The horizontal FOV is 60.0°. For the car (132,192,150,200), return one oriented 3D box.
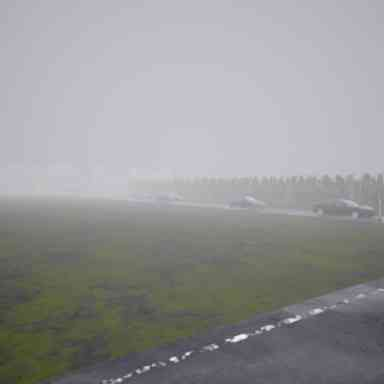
[{"bbox_3d":[-9.759,0.719,63.458,1.994,1.385,4.181,1,0,-36],"label":"car"}]

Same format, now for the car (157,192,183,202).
[{"bbox_3d":[-3.733,0.824,55.147,2.128,1.511,4.902,1,0,-35],"label":"car"}]

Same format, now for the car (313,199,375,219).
[{"bbox_3d":[12.461,1.331,27.529,1.882,1.535,5.008,1,0,-34],"label":"car"}]

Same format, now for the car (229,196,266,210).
[{"bbox_3d":[6.037,1.183,36.556,1.812,1.442,4.674,1,0,-36],"label":"car"}]

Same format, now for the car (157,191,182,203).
[{"bbox_3d":[-3.412,0.725,49.776,2.097,1.767,4.553,1,0,-35],"label":"car"}]
